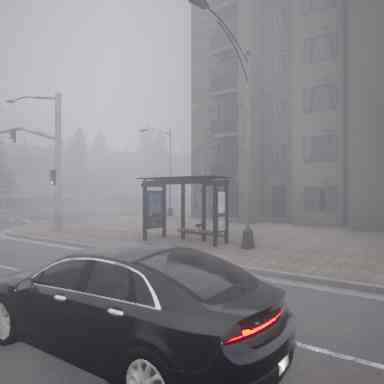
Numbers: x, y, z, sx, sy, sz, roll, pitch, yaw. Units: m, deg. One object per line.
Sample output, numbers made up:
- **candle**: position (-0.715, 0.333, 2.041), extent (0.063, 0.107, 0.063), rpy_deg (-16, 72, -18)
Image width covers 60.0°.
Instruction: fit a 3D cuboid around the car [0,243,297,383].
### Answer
- **car**: position (-1.059, 1.502, 4.734), extent (4.892, 1.490, 1.837), rpy_deg (-1, -1, 35)
